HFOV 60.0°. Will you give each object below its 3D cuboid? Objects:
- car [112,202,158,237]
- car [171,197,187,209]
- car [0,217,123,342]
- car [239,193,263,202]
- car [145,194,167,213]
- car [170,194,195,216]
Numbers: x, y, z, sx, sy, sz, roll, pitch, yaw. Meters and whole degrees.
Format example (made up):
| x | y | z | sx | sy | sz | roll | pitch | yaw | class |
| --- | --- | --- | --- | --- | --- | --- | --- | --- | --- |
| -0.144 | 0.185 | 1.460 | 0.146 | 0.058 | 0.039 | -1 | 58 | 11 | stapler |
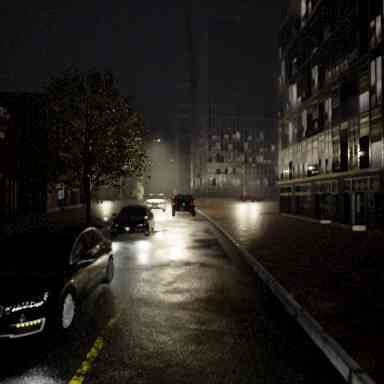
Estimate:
| x | y | z | sx | sy | sz | roll | pitch | yaw | class |
| --- | --- | --- | --- | --- | --- | --- | --- | --- | --- |
| -3.098 | 1.503 | 18.067 | 1.837 | 1.490 | 4.892 | 0 | 0 | -1 | car |
| -1.876 | 1.518 | 46.245 | 1.812 | 1.442 | 4.674 | 0 | 0 | -7 | car |
| -2.898 | 1.505 | 6.794 | 1.837 | 1.490 | 4.892 | 0 | 0 | -1 | car |
| 12.152 | 1.188 | 68.663 | 5.009 | 1.841 | 2.192 | 0 | -1 | 13 | car |
| -4.069 | 1.214 | 37.734 | 2.150 | 2.045 | 5.566 | 0 | 0 | -3 | car |
| -0.885 | 1.216 | 32.623 | 2.150 | 2.045 | 5.566 | 0 | 0 | -3 | car |
